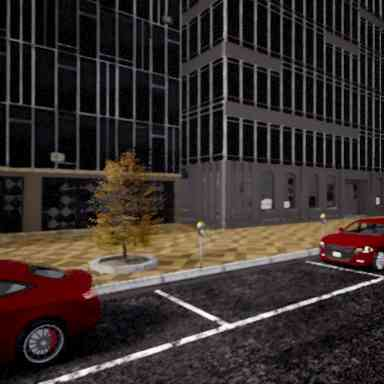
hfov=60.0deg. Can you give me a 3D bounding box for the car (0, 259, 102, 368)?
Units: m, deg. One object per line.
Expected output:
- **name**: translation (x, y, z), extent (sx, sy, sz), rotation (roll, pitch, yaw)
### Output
- **car**: translation (-3.287, 1.582, 4.212), extent (4.206, 1.307, 1.802), rotation (0, 0, -36)

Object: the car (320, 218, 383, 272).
- **car**: translation (5.980, 1.539, 10.826), extent (4.507, 1.381, 1.887), rotation (0, 0, -36)
